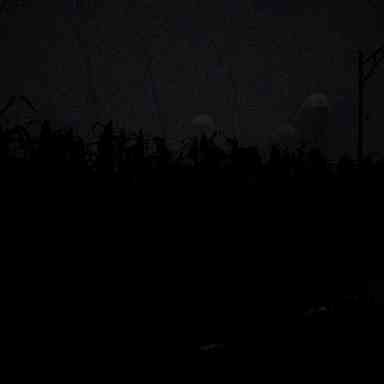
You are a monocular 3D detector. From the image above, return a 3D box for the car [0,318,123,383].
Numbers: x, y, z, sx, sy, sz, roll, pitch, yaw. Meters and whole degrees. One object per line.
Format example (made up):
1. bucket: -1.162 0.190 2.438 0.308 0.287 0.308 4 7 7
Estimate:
1. car: -2.587 1.504 1.224 4.892 1.490 1.837 0 0 -36
